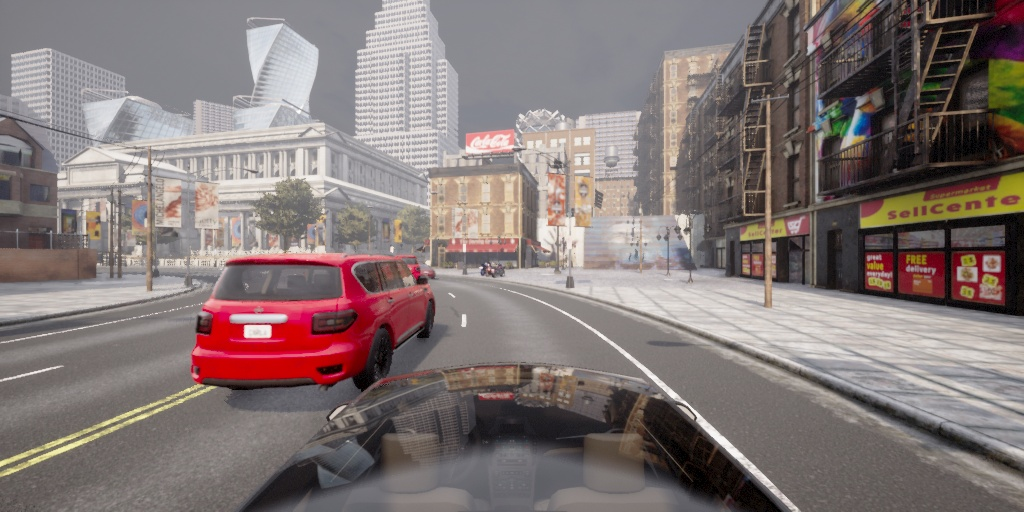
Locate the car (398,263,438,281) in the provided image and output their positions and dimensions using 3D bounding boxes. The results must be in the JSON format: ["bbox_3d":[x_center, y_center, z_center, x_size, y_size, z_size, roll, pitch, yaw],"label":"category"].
[{"bbox_3d":[-8.315,1.314,31.411,1.994,1.385,4.181,0,0,-36],"label":"car"}]

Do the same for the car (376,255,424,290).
[{"bbox_3d":[-7.738,0.973,24.318,2.150,2.045,5.566,0,0,-28],"label":"car"}]

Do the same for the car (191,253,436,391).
[{"bbox_3d":[-3.025,0.973,6.918,2.150,2.045,5.566,0,0,0],"label":"car"}]

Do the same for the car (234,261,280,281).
[{"bbox_3d":[-21.743,1.241,30.542,4.902,1.511,2.128,0,0,41],"label":"car"}]

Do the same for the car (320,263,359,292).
[{"bbox_3d":[-10.972,1.254,22.614,1.837,1.490,4.892,1,0,-30],"label":"car"}]

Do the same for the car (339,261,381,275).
[{"bbox_3d":[-17.279,1.297,40.660,5.357,1.411,2.033,0,0,39],"label":"car"}]
